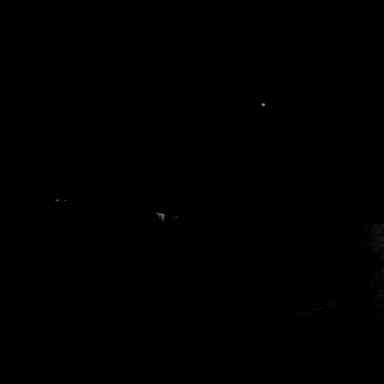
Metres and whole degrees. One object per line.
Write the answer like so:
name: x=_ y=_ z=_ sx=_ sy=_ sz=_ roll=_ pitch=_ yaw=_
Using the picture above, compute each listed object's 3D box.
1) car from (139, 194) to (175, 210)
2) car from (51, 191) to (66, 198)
car: x=-3.573 y=0.967 z=33.438 sx=1.882 sy=1.535 sz=5.008 roll=-2 pitch=2 yaw=-36
car: x=-25.810 y=0.520 z=64.327 sx=1.895 sy=1.301 sz=4.718 roll=-2 pitch=2 yaw=-36
